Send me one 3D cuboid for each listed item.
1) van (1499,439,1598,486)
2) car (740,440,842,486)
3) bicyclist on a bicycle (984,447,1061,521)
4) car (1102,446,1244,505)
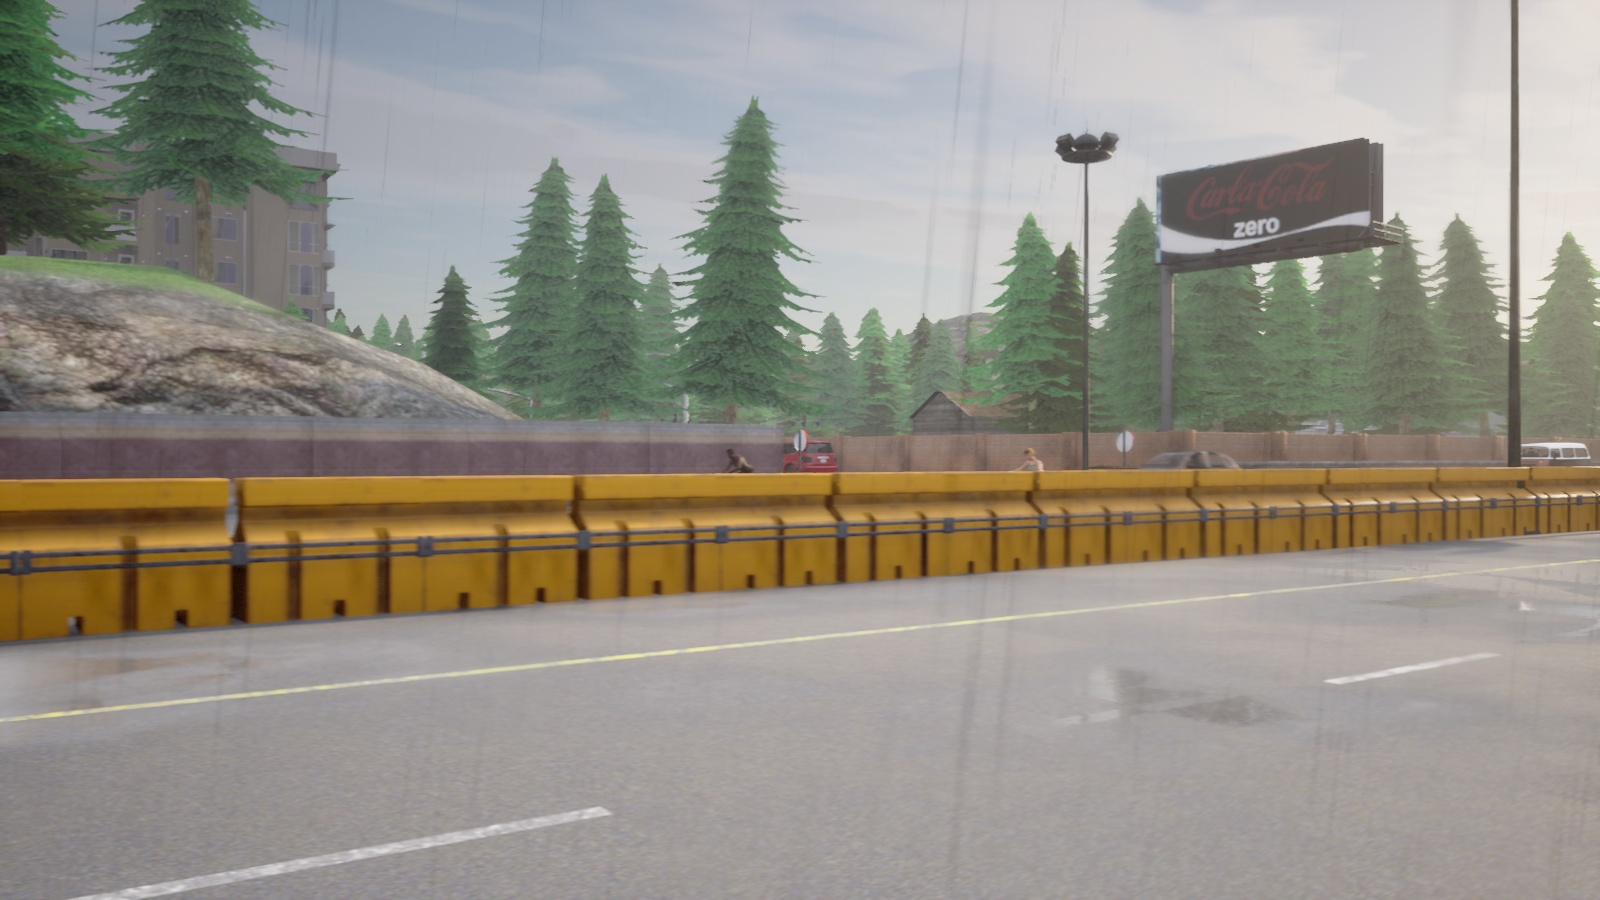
[{"bbox_3d":[33.366,0.536,55.937,4.480,2.038,2.069,0,0,-34],"label":"van"},{"bbox_3d":[-0.498,0.591,59.262,2.150,2.045,5.566,0,0,-33],"label":"car"},{"bbox_3d":[5.012,0.741,28.290,1.509,1.612,0.866,0,0,-34],"label":"bicyclist on a bicycle"},{"bbox_3d":[10.851,0.710,36.474,3.988,1.617,1.851,0,0,-34],"label":"car"}]
